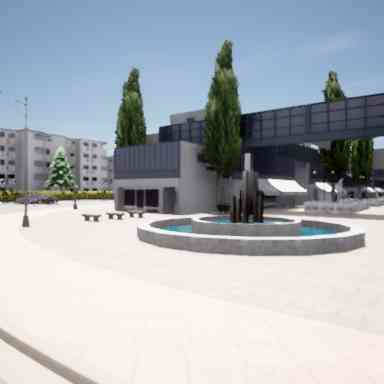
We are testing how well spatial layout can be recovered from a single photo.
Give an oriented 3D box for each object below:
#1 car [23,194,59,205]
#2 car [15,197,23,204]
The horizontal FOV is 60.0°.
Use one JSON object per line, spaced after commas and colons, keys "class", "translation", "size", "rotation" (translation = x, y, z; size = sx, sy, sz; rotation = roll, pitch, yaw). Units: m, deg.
{"class": "car", "translation": [-22.492, 1.217, 50.490], "size": [1.837, 1.490, 4.892], "rotation": [0, 0, 23]}
{"class": "car", "translation": [-25.425, 1.045, 52.506], "size": [2.097, 1.767, 4.553], "rotation": [0, 0, 23]}
